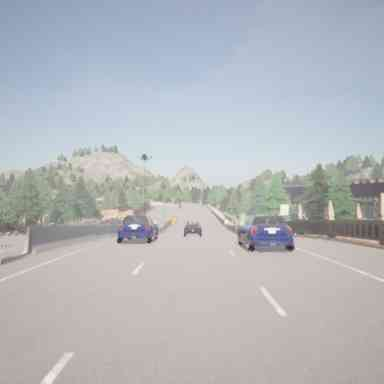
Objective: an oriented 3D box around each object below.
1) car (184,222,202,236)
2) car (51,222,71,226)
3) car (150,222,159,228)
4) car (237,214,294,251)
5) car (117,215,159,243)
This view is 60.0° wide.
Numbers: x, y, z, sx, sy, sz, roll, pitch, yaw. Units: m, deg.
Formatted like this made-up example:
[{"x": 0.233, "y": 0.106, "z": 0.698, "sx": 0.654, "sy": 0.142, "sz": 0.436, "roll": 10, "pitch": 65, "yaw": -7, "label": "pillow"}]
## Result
[{"x": 0.095, "y": 4.035, "z": 36.695, "sx": 2.128, "sy": 1.511, "sz": 4.902, "roll": 0, "pitch": -6, "yaw": 0, "label": "car"}, {"x": -17.567, "y": 4.780, "z": 44.402, "sx": 2.097, "sy": 1.767, "sz": 4.553, "roll": 0, "pitch": -7, "yaw": 0, "label": "car"}, {"x": -10.511, "y": 9.274, "z": 93.866, "sx": 1.837, "sy": 1.490, "sz": 4.892, "roll": 0, "pitch": -2, "yaw": 0, "label": "car"}, {"x": 3.598, "y": 1.941, "z": 17.038, "sx": 2.097, "sy": 1.767, "sz": 4.553, "roll": 0, "pitch": -4, "yaw": 0, "label": "car"}, {"x": -3.403, "y": 2.291, "z": 21.684, "sx": 2.097, "sy": 1.767, "sz": 4.553, "roll": 0, "pitch": -5, "yaw": 0, "label": "car"}]
